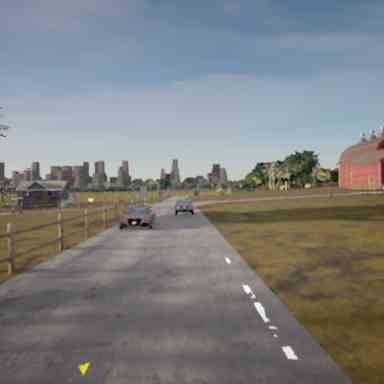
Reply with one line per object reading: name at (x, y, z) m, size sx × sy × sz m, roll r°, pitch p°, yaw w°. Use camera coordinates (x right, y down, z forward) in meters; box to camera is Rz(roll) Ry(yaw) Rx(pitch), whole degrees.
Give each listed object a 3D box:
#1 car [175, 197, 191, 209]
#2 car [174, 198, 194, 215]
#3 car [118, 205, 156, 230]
car at (-1.143, 1.467, 43.897) m, size 1.994 × 1.385 × 4.181 m, roll -1°, pitch 0°, yaw -1°
car at (-0.749, 1.465, 33.040) m, size 2.033 × 1.411 × 5.357 m, roll -1°, pitch 0°, yaw -1°
car at (-3.359, 1.563, 21.113) m, size 1.994 × 1.385 × 4.181 m, roll -1°, pitch 0°, yaw -2°
